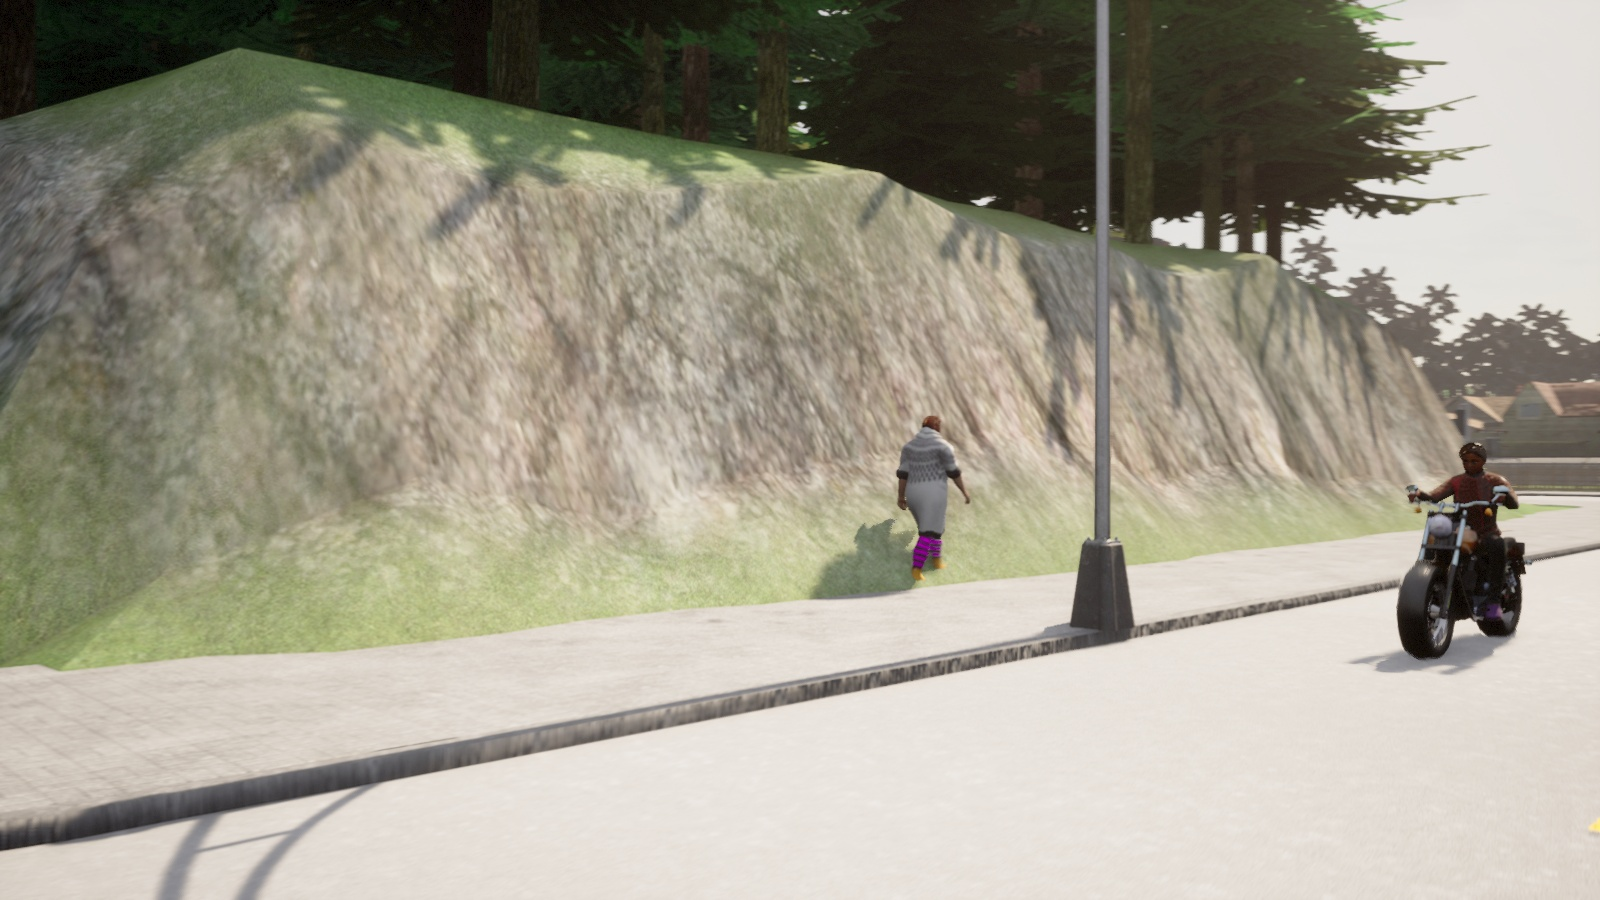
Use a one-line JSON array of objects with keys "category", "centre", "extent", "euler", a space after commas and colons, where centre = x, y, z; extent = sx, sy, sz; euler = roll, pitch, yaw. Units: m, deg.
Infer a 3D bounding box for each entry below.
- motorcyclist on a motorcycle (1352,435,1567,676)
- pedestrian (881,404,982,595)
[{"category": "motorcyclist on a motorcycle", "centre": [5.133, 0.722, 9.693], "extent": [2.350, 1.649, 0.766], "euler": [0, 0, -44]}, {"category": "pedestrian", "centre": [1.405, 0.508, 13.403], "extent": [0.873, 1.952, 0.659], "euler": [0, 0, -44]}]
